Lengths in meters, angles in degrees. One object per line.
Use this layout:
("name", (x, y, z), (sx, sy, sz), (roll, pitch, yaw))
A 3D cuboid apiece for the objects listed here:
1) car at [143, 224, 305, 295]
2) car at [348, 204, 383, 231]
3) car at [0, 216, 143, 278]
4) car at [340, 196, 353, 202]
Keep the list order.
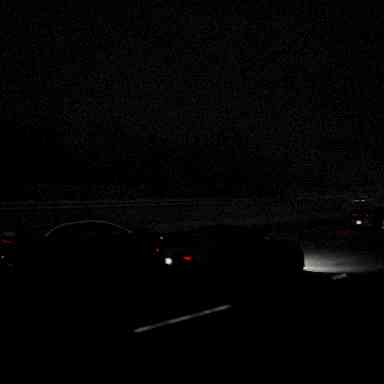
("car", (1.091, 1.564, 8.829), (4.181, 1.385, 1.994), (0, 0, -36))
("car", (11.627, 1.505, 20.653), (4.892, 1.490, 1.837), (0, 0, -36))
("car", (-3.091, 1.491, 10.143), (4.902, 1.511, 2.128), (0, 0, -36))
("car", (34.653, 1.595, 74.487), (2.128, 1.511, 4.902), (1, 1, 38))
